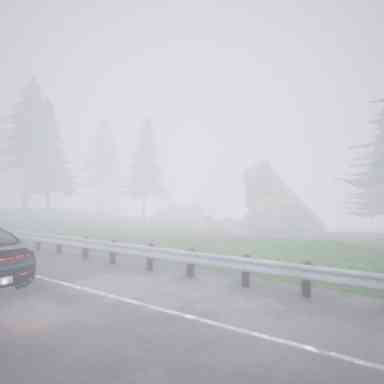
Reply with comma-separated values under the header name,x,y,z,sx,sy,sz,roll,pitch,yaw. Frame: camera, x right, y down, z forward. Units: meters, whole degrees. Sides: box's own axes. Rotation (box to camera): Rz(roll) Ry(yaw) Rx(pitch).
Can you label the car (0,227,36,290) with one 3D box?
name,x,y,z,sx,sy,sz,roll,pitch,yaw
car,-5.727,1.552,8.112,4.892,1.490,1.837,0,0,36
